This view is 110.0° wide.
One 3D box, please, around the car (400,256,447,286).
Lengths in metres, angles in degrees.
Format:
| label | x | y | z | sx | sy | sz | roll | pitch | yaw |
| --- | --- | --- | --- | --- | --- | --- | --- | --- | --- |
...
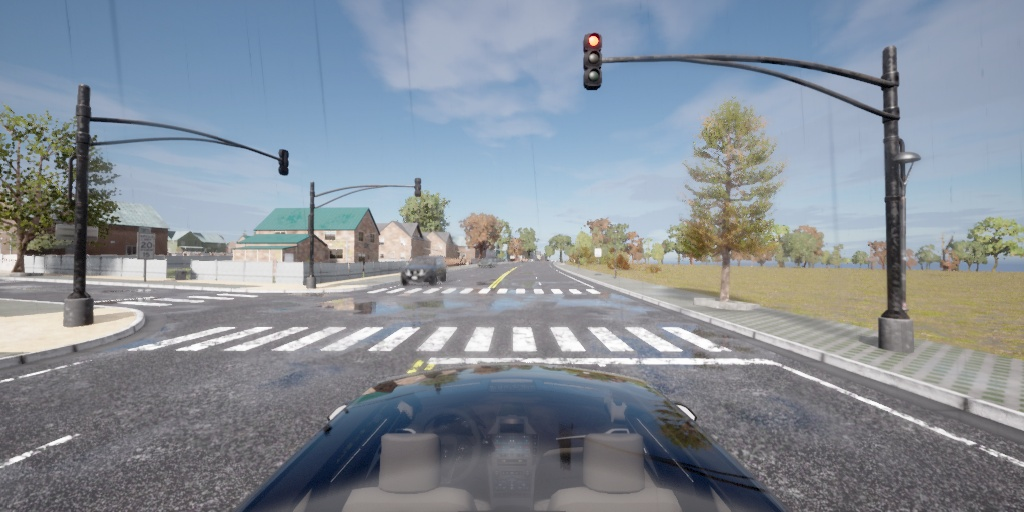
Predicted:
| label | x | y | z | sx | sy | sz | roll | pitch | yaw |
| --- | --- | --- | --- | --- | --- | --- | --- | --- | --- |
| car | -6.112 | 1.025 | 25.552 | 2.150 | 2.045 | 5.566 | 0 | 0 | 2 |

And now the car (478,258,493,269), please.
| label | x | y | z | sx | sy | sz | roll | pitch | yaw |
| --- | --- | --- | --- | --- | --- | --- | --- | --- | --- |
| car | -4.419 | 1.176 | 60.623 | 2.097 | 1.767 | 4.553 | 0 | 0 | 4 |
